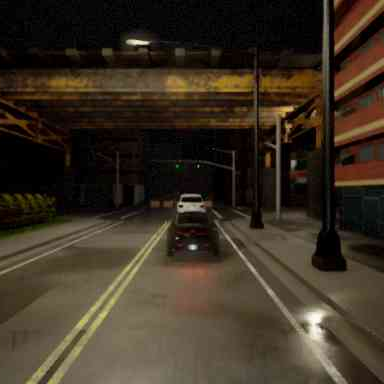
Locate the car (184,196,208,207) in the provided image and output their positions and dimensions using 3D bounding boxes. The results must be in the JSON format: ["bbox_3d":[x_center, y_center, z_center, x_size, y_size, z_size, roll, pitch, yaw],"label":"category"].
[{"bbox_3d":[0.525,1.432,51.038,2.038,1.542,4.974,0,0,-20],"label":"car"}]

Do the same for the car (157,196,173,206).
[{"bbox_3d":[-3.635,1.432,51.346,2.038,1.542,4.974,0,0,25],"label":"car"}]

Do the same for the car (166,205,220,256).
[{"bbox_3d":[0.050,1.501,13.062,1.837,1.490,4.892,0,0,1],"label":"car"}]

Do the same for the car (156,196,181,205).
[{"bbox_3d":[-3.614,1.274,51.393,1.853,1.218,4.536,0,0,25],"label":"car"}]

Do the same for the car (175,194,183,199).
[{"bbox_3d":[-3.270,1.260,86.209,1.853,1.218,4.536,0,0,0],"label":"car"}]

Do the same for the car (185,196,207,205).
[{"bbox_3d":[0.507,1.274,51.086,1.853,1.218,4.536,0,0,-20],"label":"car"}]

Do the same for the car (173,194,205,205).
[{"bbox_3d":[-0.179,1.212,26.892,2.150,2.045,5.566,0,0,-4],"label":"car"}]

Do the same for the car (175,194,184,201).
[{"bbox_3d":[-3.269,1.418,86.157,2.038,1.542,4.974,0,0,0],"label":"car"}]

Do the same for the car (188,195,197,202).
[{"bbox_3d":[0.161,1.421,77.634,2.038,1.542,4.974,0,0,0],"label":"car"}]
